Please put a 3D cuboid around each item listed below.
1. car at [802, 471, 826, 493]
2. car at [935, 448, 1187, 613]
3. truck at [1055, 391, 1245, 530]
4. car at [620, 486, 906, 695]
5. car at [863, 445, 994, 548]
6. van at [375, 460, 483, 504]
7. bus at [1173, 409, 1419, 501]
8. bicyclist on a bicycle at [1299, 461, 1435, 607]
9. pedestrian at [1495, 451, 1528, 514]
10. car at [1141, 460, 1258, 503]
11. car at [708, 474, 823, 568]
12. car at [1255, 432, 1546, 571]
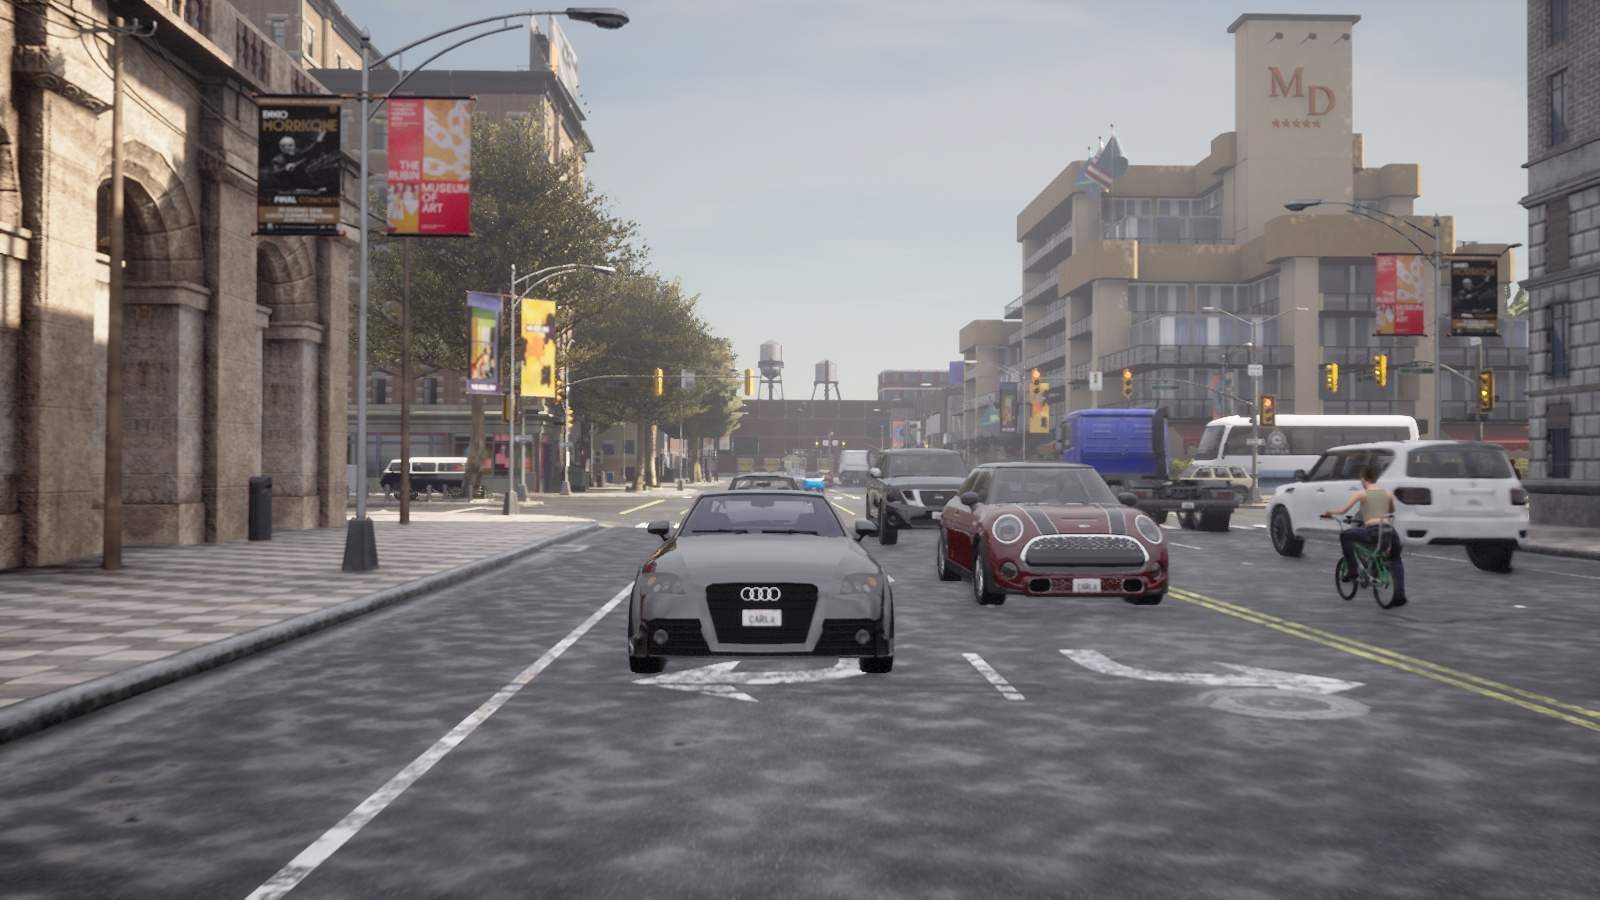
[{"bbox_3d":[0.901,2.120,83.310,1.481,1.376,2.207,0,-1,-2],"label":"car"},{"bbox_3d":[3.062,0.898,15.842,2.097,1.767,4.553,0,-1,-2],"label":"car"},{"bbox_3d":[9.503,0.322,35.161,2.891,3.462,7.936,0,-1,-1],"label":"truck"},{"bbox_3d":[-0.316,1.041,10.876,1.994,1.385,4.181,0,-1,-2],"label":"car"},{"bbox_3d":[2.693,0.935,27.799,2.150,2.045,5.566,0,0,-2],"label":"car"},{"bbox_3d":[-17.497,1.501,59.341,4.480,2.038,2.069,0,-1,-2],"label":"van"},{"bbox_3d":[23.673,0.254,60.426,10.273,4.253,3.944,0,-1,-2],"label":"bus"},{"bbox_3d":[6.600,0.944,14.710,0.866,1.612,1.509,0,-1,-1],"label":"bicyclist on a bicycle"},{"bbox_3d":[20.730,0.941,36.581,0.703,1.840,0.431,0,-1,-15],"label":"pedestrian"},{"bbox_3d":[17.914,1.410,56.466,4.605,1.855,1.932,0,-1,-8],"label":"car"},{"bbox_3d":[-0.615,1.159,21.932,1.816,1.474,4.193,0,-1,-2],"label":"car"},{"bbox_3d":[9.904,0.814,21.382,2.150,2.045,5.566,0,-1,-2],"label":"car"}]
